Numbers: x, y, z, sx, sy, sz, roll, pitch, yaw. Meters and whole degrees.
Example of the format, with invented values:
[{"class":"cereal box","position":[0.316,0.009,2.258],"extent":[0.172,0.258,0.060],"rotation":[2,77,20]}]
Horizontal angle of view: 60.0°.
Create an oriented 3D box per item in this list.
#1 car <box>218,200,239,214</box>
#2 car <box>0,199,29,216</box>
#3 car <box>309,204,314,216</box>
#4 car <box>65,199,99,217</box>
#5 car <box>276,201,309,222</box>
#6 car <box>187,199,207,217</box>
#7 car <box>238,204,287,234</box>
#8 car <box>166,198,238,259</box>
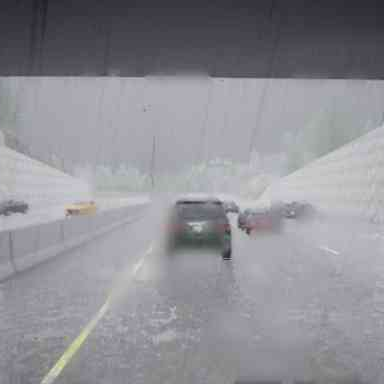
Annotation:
[{"class":"car","position":[4.018,1.602,37.264],"extent":[1.994,1.385,4.181],"rotation":[0,0,1]},{"class":"car","position":[-17.151,1.462,31.174],"extent":[2.128,1.511,4.902],"rotation":[0,0,1]},{"class":"car","position":[10.971,1.597,33.994],"extent":[1.812,1.442,4.674],"rotation":[0,0,0]},{"class":"car","position":[-10.152,1.470,31.095],"extent":[1.882,1.535,5.008],"rotation":[0,0,1]},{"class":"car","position":[7.404,1.598,26.979],"extent":[2.033,1.411,5.357],"rotation":[0,0,1]},{"class":"car","position":[0.467,1.523,32.703],"extent":[1.837,1.490,4.892],"rotation":[0,0,1]},{"class":"car","position":[3.822,1.593,19.426],"extent":[1.994,1.385,4.181],"rotation":[0,0,0]},{"class":"car","position":[0.244,1.229,12.761],"extent":[2.150,2.045,5.566],"rotation":[0,0,1]}]
